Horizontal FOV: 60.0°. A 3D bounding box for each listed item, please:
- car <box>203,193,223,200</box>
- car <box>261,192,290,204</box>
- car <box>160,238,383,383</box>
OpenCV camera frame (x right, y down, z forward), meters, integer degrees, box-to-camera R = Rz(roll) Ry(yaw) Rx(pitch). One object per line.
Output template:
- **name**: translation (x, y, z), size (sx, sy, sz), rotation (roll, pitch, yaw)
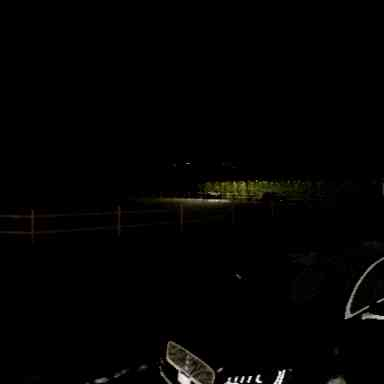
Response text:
- **car**: translation (4.145, 0.879, 65.719), size (2.128, 1.511, 4.902), rotation (0, 1, -33)
- **car**: translation (13.026, 0.850, 52.065), size (2.097, 1.767, 4.553), rotation (0, 1, -33)
- **car**: translation (1.887, 1.478, 4.515), size (4.892, 1.490, 1.837), rotation (-1, 0, -36)
